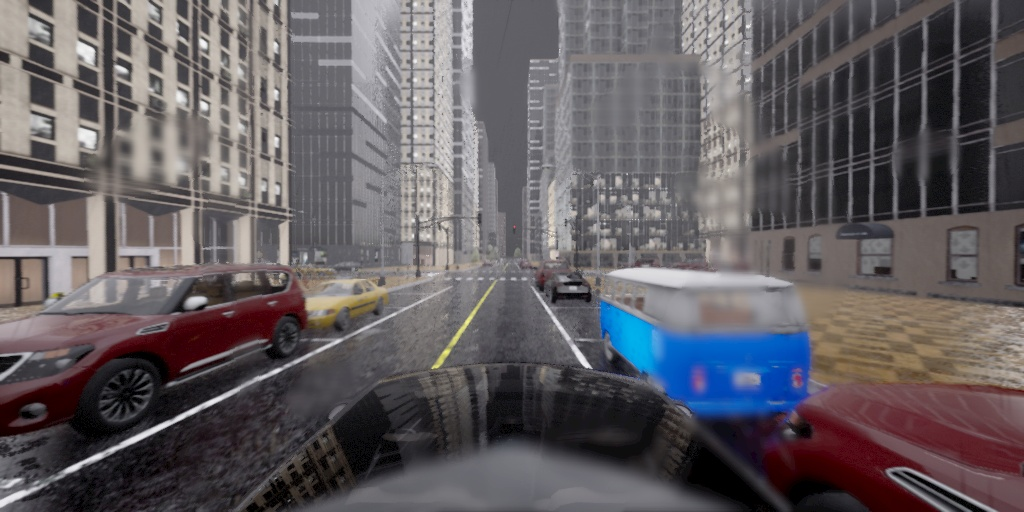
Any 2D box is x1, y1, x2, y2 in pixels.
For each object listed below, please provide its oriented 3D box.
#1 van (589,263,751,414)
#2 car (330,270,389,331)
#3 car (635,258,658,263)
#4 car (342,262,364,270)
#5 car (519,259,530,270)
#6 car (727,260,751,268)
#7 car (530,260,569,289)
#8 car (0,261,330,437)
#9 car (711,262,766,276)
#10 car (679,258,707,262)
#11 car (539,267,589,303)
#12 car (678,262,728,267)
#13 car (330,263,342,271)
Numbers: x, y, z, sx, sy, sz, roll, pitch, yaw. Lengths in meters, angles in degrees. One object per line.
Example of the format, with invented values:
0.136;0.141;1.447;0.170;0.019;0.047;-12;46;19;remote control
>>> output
2.563;1.109;5.726;1.690;1.789;3.998;0;0;0;van
-5.319;1.318;11.170;1.751;1.417;4.829;0;0;0;car
16.551;1.230;46.474;5.009;1.841;2.192;0;0;0;car
-21.459;1.409;46.379;4.403;1.370;2.007;0;0;0;car
2.519;1.591;60.605;1.802;1.307;4.207;0;0;0;car
26.211;1.326;38.359;5.009;1.841;2.192;0;0;0;car
2.560;1.159;22.672;2.192;1.841;5.009;0;0;0;car
-5.317;1.082;5.692;2.192;1.841;5.009;0;0;0;car
25.864;1.469;41.046;4.902;1.511;2.128;0;1;0;car
22.883;1.238;46.490;5.009;1.841;2.192;0;0;0;car
2.561;1.385;17.023;1.948;1.339;4.313;0;0;0;car
20.172;1.585;38.344;4.207;1.307;1.802;0;0;0;car
-21.269;1.467;38.241;4.829;1.417;1.751;0;0;0;car
